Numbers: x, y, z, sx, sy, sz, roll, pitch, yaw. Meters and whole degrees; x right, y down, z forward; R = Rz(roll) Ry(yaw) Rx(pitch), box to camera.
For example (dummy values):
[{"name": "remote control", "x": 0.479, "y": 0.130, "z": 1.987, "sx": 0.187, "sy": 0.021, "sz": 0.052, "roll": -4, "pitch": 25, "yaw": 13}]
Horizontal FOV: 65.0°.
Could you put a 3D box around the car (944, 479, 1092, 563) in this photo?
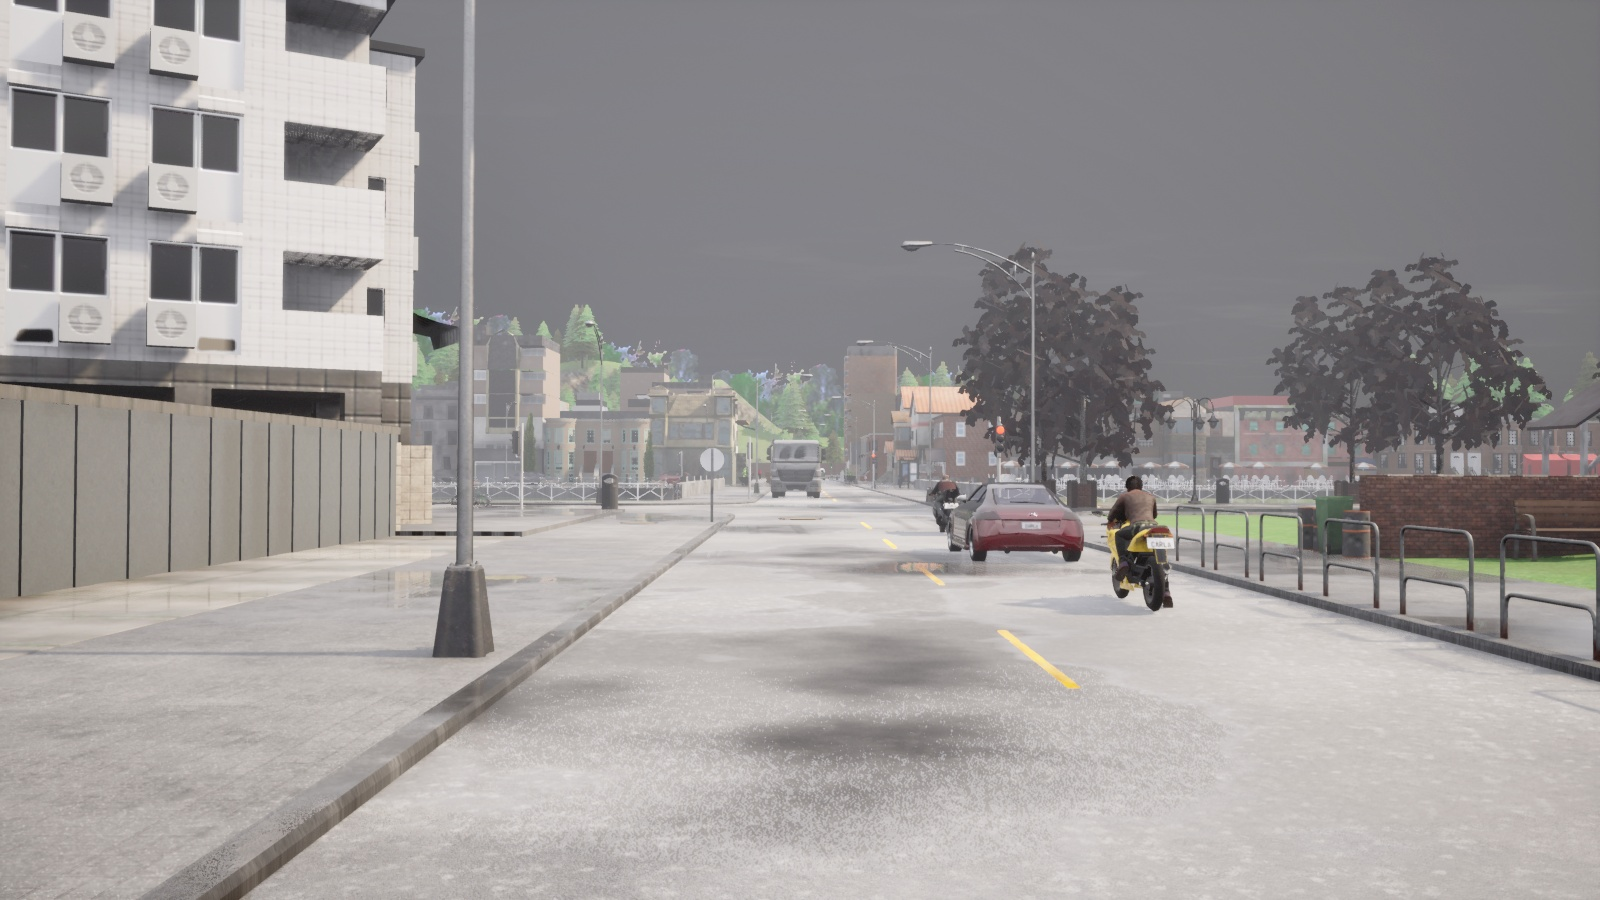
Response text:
[{"name": "car", "x": 3.933, "y": 1.254, "z": 23.348, "sx": 1.994, "sy": 1.385, "sz": 4.181, "roll": 0, "pitch": -1, "yaw": 0}]

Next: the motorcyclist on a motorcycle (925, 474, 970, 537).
[{"name": "motorcyclist on a motorcycle", "x": 3.677, "y": 1.362, "z": 31.448, "sx": 0.866, "sy": 1.530, "sz": 2.191, "roll": 0, "pitch": -1, "yaw": 0}]

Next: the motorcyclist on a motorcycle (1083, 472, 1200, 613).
[{"name": "motorcyclist on a motorcycle", "x": 3.957, "y": 1.028, "z": 14.727, "sx": 0.797, "sy": 1.523, "sz": 2.044, "roll": 0, "pitch": -1, "yaw": 0}]

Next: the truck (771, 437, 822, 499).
[{"name": "truck", "x": -0.218, "y": 1.085, "z": 74.708, "sx": 2.891, "sy": 3.462, "sz": 7.936, "roll": 0, "pitch": -1, "yaw": 0}]
